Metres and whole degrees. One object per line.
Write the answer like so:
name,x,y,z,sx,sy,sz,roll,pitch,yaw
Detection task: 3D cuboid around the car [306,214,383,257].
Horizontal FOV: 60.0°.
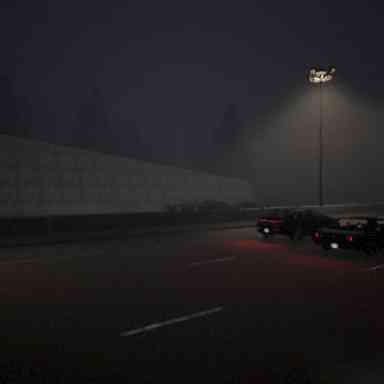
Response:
car,6.848,1.610,13.004,4.718,1.301,1.895,0,0,-35

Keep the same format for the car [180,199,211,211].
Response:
car,1.687,1.489,30.935,5.008,1.535,1.882,0,0,-35

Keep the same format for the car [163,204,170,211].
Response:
car,-0.874,1.614,37.688,4.718,1.301,1.895,0,0,-35

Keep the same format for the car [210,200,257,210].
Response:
car,4.170,1.538,28.399,4.674,1.442,1.812,0,0,-35

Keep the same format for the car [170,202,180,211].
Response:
car,0.661,1.504,34.491,4.902,1.511,2.128,0,0,-35

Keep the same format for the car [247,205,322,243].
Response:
car,5.311,1.501,16.199,4.902,1.511,2.128,0,0,-35
